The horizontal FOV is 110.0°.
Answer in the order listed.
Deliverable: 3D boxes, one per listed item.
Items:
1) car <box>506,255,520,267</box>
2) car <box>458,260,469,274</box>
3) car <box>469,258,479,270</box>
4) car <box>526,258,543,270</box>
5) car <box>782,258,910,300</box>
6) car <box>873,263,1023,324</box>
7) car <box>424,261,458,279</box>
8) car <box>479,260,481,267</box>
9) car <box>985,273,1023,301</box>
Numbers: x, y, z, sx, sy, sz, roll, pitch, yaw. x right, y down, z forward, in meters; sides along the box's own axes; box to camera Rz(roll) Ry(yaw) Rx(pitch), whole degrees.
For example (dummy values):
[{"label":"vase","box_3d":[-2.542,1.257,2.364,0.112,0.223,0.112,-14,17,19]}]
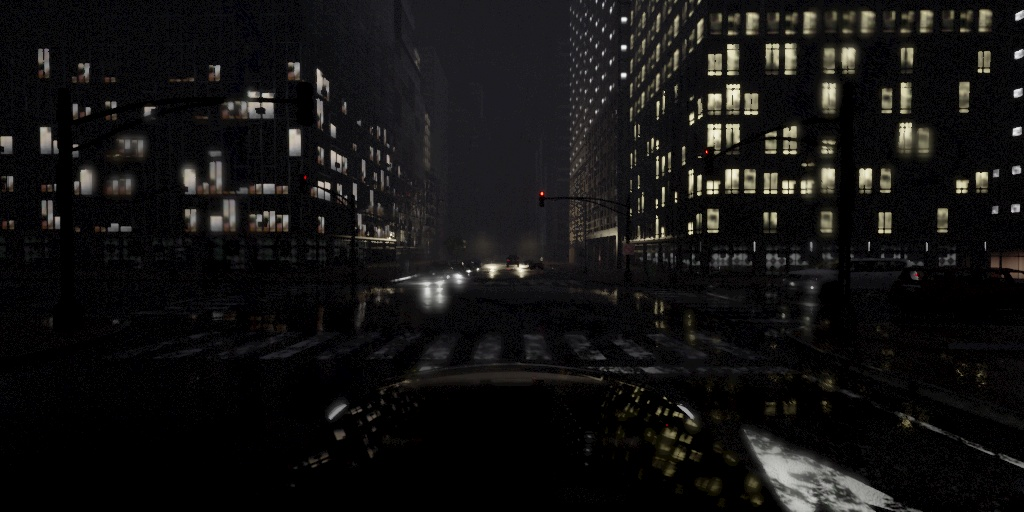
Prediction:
[{"label":"car","box_3d":[0.171,0.925,62.845,2.150,2.045,5.566,0,0,0]},{"label":"car","box_3d":[-6.492,1.326,41.600,1.895,1.301,4.718,0,0,0]},{"label":"car","box_3d":[-6.457,1.263,51.371,2.033,1.411,5.357,0,0,0]},{"label":"car","box_3d":[3.491,1.315,52.779,1.895,1.301,4.718,0,0,0]},{"label":"car","box_3d":[17.035,1.103,18.156,5.566,2.045,2.150,1,1,1]},{"label":"car","box_3d":[16.220,1.282,12.403,5.009,1.841,2.192,0,0,1]},{"label":"car","box_3d":[-6.519,1.225,32.319,2.128,1.511,4.902,0,0,0]},{"label":"car","box_3d":[-6.392,1.182,61.711,1.882,1.535,5.008,0,0,1]},{"label":"car","box_3d":[27.370,1.573,17.959,4.718,1.301,1.895,1,1,1]}]
